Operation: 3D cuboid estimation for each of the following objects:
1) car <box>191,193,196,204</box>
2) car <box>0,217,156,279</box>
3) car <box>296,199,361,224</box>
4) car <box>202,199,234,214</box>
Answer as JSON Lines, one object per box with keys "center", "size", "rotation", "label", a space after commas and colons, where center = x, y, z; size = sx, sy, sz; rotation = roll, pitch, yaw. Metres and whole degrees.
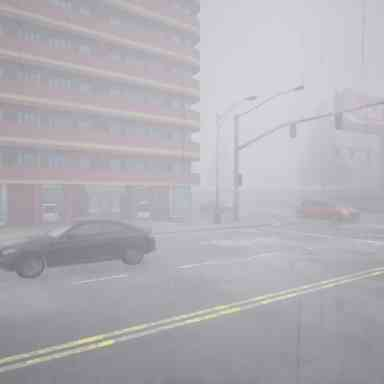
{"center": [-1.437, 1.223, 61.317], "size": [2.150, 2.045, 5.566], "rotation": [0, 0, -34], "label": "car"}
{"center": [-3.349, 1.526, 10.150], "size": [4.674, 1.442, 1.812], "rotation": [0, 0, -33], "label": "car"}
{"center": [10.131, 1.351, 24.974], "size": [2.097, 1.767, 4.553], "rotation": [0, 0, -34], "label": "car"}
{"center": [2.856, 1.525, 35.795], "size": [1.812, 1.442, 4.674], "rotation": [0, 0, -34], "label": "car"}
